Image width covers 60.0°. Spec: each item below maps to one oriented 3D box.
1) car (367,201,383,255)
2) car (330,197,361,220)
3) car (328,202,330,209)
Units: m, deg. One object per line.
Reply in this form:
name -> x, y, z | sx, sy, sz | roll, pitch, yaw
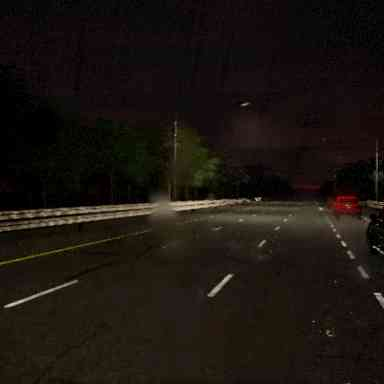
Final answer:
car -> 7.269, 1.340, 10.846 | 2.150, 2.045, 5.566 | 0, 0, 20
car -> 14.995, 1.509, 32.332 | 2.150, 2.045, 5.566 | 0, 0, 20
car -> 23.323, 2.014, 54.300 | 1.837, 1.490, 4.892 | 0, -1, 25
